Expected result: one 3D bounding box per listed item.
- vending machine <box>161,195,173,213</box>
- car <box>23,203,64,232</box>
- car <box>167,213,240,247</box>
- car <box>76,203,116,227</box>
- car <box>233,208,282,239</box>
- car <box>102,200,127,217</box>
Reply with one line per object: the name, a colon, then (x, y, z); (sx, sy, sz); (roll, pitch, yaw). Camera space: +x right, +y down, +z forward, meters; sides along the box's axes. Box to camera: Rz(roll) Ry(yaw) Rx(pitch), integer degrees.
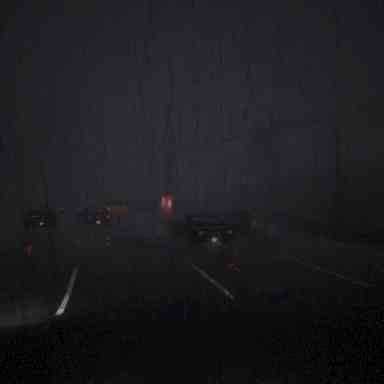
vending machine: (-2.919, 1.431, 39.172); (1.100, 2.100, 0.880); (0, 0, -33)
car: (-9.844, 1.657, 21.669); (2.128, 1.511, 4.902); (0, 0, -25)
car: (0.237, 1.689, 15.570); (1.895, 1.301, 4.718); (0, 0, -18)
car: (-7.303, 1.772, 24.451); (1.895, 1.301, 4.718); (0, 0, -27)
car: (3.020, 1.616, 18.017); (1.812, 1.442, 4.674); (0, 0, -20)
car: (-8.115, 1.574, 32.956); (2.097, 1.767, 4.553); (0, 0, -31)
